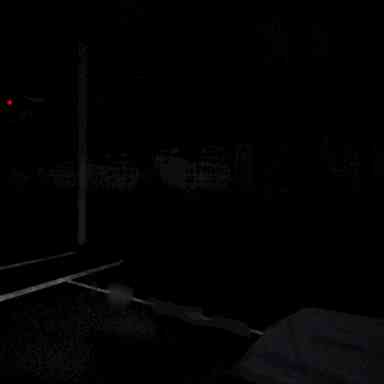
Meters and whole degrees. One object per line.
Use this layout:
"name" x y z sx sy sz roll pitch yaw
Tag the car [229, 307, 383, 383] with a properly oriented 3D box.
"car" 2.599 1.602 2.140 4.718 1.301 1.895 0 0 36
